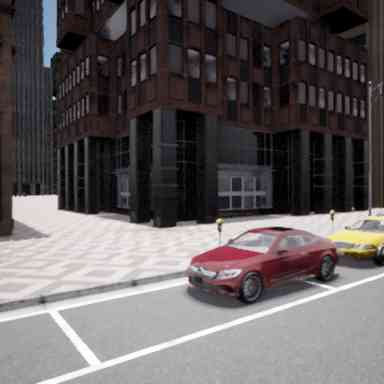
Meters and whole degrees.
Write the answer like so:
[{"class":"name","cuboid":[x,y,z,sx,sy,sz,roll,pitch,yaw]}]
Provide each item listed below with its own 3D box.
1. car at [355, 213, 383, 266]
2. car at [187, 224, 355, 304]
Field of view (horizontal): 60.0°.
[{"class":"car","cuboid":[6.272,1.409,11.115,4.829,1.417,1.752,-1,1,-35]},{"class":"car","cuboid":[1.849,1.521,7.962,4.206,1.307,1.802,-1,1,-35]}]
